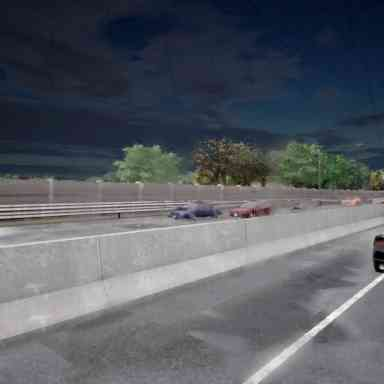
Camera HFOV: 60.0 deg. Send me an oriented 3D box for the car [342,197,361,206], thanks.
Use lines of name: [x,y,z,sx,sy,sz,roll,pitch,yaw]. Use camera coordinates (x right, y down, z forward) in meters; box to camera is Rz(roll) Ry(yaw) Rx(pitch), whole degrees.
car: [28.226,1.613,58.742,2.097,1.767,4.553,0,0,42]

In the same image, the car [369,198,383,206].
car: [32.637,1.809,58.412,1.812,1.442,4.674,0,0,42]

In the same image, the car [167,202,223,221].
car: [0.392,1.557,27.455,2.033,1.411,5.357,0,0,42]

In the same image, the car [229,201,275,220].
car: [5.020,1.498,27.398,1.882,1.535,5.008,0,0,42]

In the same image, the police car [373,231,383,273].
police car: [6.899,1.423,9.851,1.930,1.638,5.238,0,0,42]

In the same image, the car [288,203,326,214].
car: [9.400,1.594,27.062,1.994,1.385,4.181,0,0,42]
